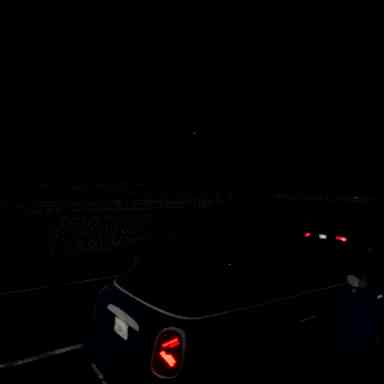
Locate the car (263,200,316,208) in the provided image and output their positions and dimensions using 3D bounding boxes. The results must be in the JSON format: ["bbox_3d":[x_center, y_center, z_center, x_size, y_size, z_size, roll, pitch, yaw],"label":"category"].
[{"bbox_3d":[8.379,1.499,27.167,4.892,1.490,1.837,0,0,-35],"label":"car"}]

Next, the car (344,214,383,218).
[{"bbox_3d":[6.440,1.546,12.638,5.357,1.411,2.033,0,0,-36],"label":"car"}]

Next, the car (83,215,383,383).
[{"bbox_3d":[1.035,1.352,4.487,4.553,1.767,2.097,0,0,-35],"label":"car"}]

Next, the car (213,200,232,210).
[{"bbox_3d":[4.304,1.498,32.858,4.892,1.490,1.837,0,0,-35],"label":"car"}]

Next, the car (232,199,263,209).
[{"bbox_3d":[6.336,1.485,30.009,4.902,1.511,2.128,0,0,-35],"label":"car"}]
